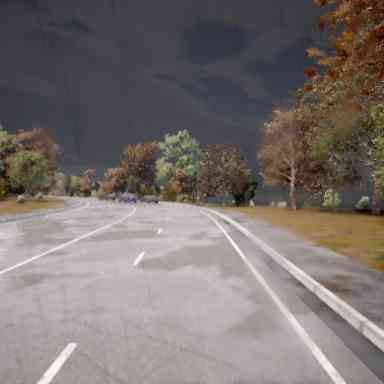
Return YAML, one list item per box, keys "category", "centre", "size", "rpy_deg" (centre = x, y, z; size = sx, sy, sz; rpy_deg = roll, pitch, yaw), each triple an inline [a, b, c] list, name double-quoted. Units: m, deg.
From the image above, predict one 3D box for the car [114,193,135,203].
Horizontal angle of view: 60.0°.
- category: "car"
  centre: [-11.045, 0.953, 56.675]
  size: [2.097, 1.767, 4.553]
  rpy_deg: [1, 0, -30]

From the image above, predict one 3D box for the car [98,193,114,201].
- category: "car"
  centre: [-16.580, 0.993, 65.233]
  size: [2.033, 1.411, 5.357]
  rpy_deg: [2, 0, -40]

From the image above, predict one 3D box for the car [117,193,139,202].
- category: "car"
  centre: [-12.791, 1.044, 66.063]
  size: [2.128, 1.511, 4.902]
  rpy_deg: [2, 0, -40]

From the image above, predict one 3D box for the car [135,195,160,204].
- category: "car"
  centre: [-7.366, 1.229, 57.183]
  size: [2.033, 1.411, 5.357]
  rpy_deg: [1, 0, -30]
